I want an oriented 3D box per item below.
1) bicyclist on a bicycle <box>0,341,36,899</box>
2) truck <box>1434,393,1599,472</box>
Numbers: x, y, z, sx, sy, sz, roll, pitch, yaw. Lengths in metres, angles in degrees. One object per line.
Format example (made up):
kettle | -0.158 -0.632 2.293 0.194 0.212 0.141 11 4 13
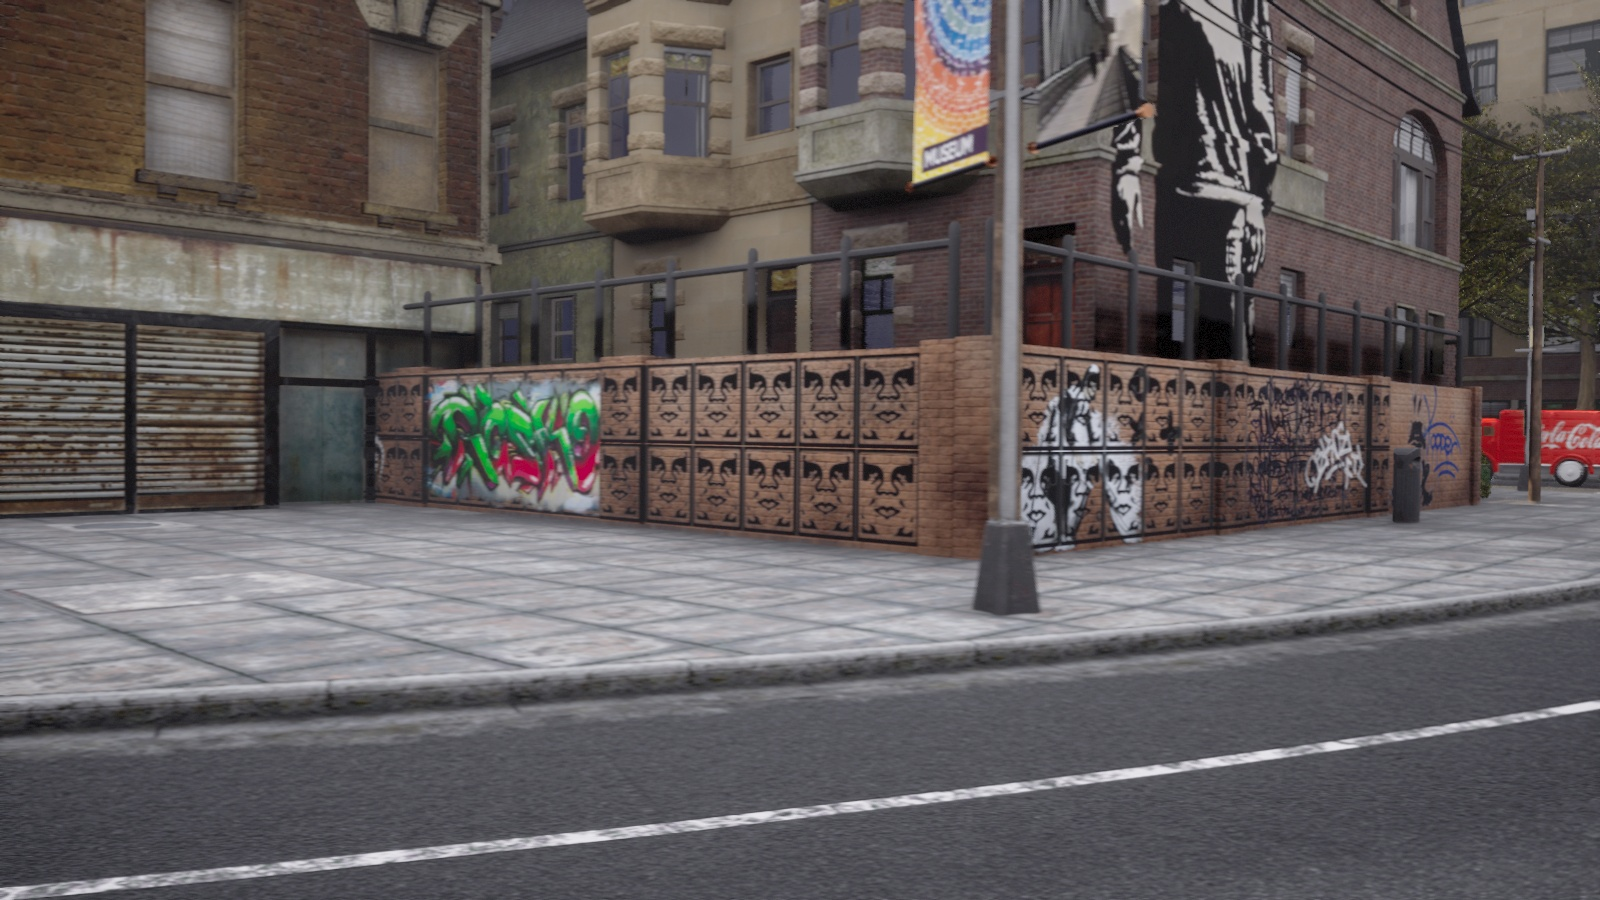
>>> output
bicyclist on a bicycle | -2.573 0.661 2.350 1.843 1.776 0.659 -1 1 -18
truck | 23.960 -0.596 41.427 5.204 2.467 2.627 0 2 32
